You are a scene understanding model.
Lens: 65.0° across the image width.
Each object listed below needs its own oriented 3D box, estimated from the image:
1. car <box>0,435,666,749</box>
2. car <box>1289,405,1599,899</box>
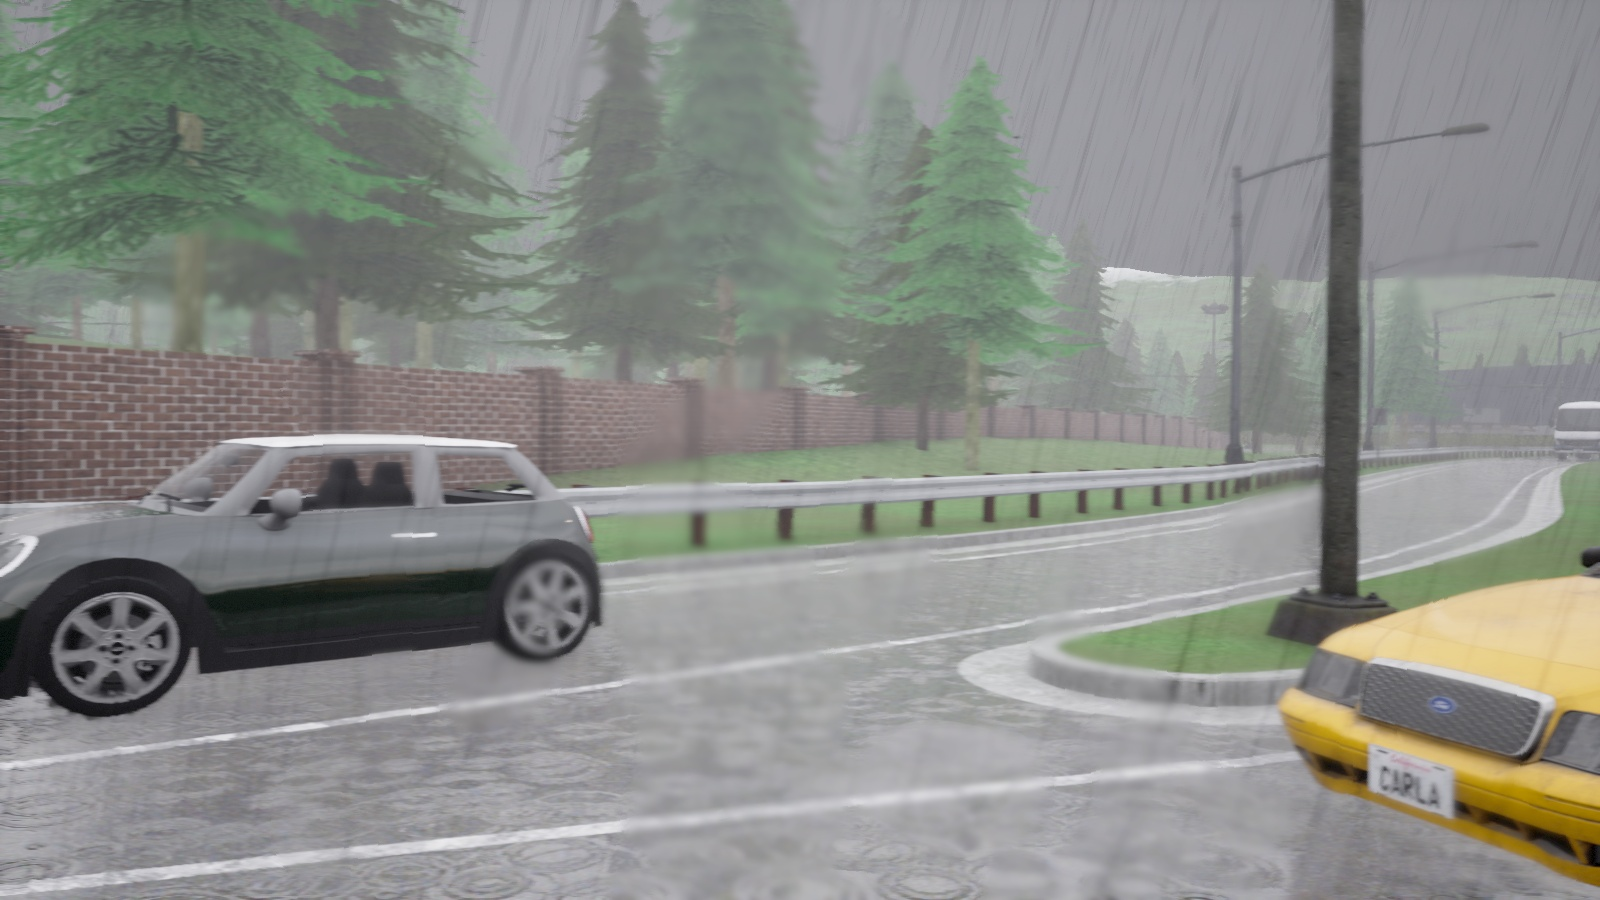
[{"bbox_3d":[-3.009,0.666,8.030,3.806,1.475,1.970,-1,1,-40],"label":"car"},{"bbox_3d":[4.750,0.609,5.037,5.366,1.575,1.801,-1,1,-21],"label":"car"}]
